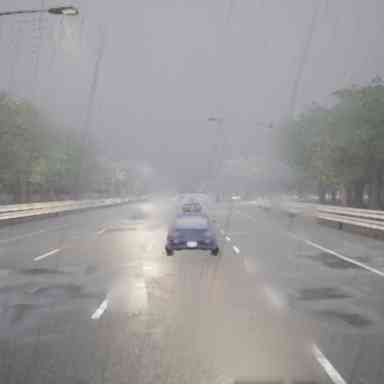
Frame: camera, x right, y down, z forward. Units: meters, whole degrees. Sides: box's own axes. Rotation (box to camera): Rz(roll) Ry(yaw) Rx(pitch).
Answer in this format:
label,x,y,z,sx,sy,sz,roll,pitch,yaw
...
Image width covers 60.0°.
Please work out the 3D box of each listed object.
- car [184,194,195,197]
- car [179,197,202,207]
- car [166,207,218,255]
label,x,y,z,sx,sy,sz,roll,pitch,yaw
car,0.005,1.658,61.097,2.033,1.411,5.357,0,0,0
car,0.003,1.553,33.941,2.128,1.511,4.902,0,0,0
car,0.001,1.550,13.264,1.812,1.442,4.674,0,0,0
